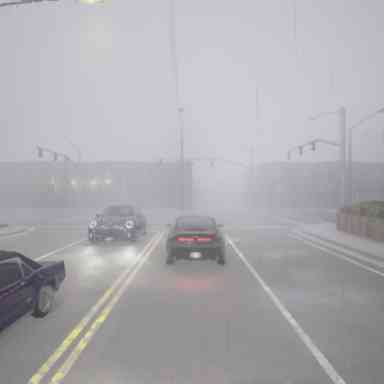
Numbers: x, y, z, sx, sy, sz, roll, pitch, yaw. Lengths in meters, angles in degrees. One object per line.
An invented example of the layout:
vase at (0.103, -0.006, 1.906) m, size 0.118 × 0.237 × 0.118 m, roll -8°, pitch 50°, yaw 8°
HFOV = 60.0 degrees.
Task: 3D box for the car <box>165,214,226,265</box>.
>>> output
car at (0.112, 1.541, 11.801) m, size 1.837 × 1.490 × 4.892 m, roll 0°, pitch 0°, yaw 0°

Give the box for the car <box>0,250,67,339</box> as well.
car at (-3.574, 1.615, 4.749) m, size 1.895 × 1.301 × 4.718 m, roll 0°, pitch 0°, yaw 0°

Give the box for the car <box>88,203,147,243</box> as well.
car at (-3.484, 1.400, 16.267) m, size 2.097 × 1.767 × 4.553 m, roll 0°, pitch 0°, yaw 0°
